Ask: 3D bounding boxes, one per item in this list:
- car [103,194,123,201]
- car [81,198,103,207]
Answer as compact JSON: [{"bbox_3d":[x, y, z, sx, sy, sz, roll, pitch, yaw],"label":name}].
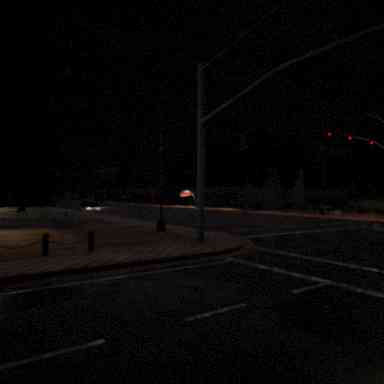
[{"bbox_3d":[-21.499,1.606,90.312,5.566,2.045,2.150,1,0,-35],"label":"car"},{"bbox_3d":[-16.700,1.722,54.545,1.812,1.442,4.674,1,-1,-35],"label":"car"}]
